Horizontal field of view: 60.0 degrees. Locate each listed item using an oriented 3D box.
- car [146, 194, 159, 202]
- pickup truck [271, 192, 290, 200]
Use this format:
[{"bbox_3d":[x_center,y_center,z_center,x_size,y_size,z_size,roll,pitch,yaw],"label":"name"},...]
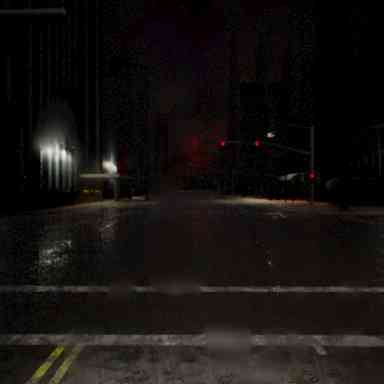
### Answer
[{"bbox_3d":[-6.666,1.014,56.443,1.895,1.301,4.718,0,1,0],"label":"car"},{"bbox_3d":[16.997,0.399,63.427,2.390,2.098,6.274,0,1,31],"label":"pickup truck"}]
